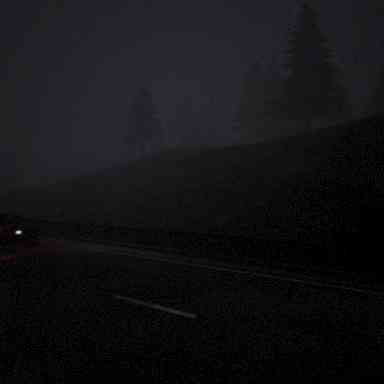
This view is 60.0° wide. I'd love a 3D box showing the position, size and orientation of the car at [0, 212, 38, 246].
[{"bbox_3d":[-8.523,1.575,14.378,4.181,1.385,1.994,0,0,36],"label":"car"}]
